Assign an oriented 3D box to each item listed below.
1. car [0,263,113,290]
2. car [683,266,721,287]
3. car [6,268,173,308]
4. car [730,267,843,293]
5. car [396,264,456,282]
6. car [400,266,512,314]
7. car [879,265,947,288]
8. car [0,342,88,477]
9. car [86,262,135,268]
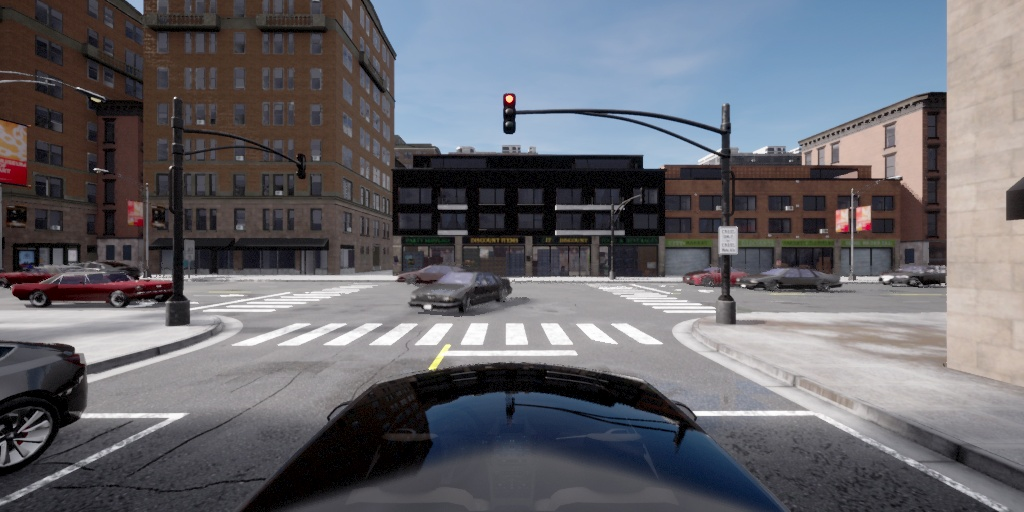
[{"bbox_3d":[-26.694,1.231,20.757,4.718,1.301,1.895,0,0,-1],"label":"car"},{"bbox_3d":[14.030,1.392,24.542,4.181,1.385,1.994,0,0,-1],"label":"car"},{"bbox_3d":[-16.204,1.280,14.193,4.718,1.301,1.895,0,0,-1],"label":"car"},{"bbox_3d":[16.409,1.388,21.328,5.357,1.411,2.033,0,0,-1],"label":"car"},{"bbox_3d":[-4.948,1.281,24.295,5.357,1.411,2.033,0,0,-1],"label":"car"},{"bbox_3d":[-1.745,1.296,14.245,2.033,1.411,5.357,0,0,23],"label":"car"},{"bbox_3d":[28.264,1.396,24.731,4.902,1.511,2.128,0,0,-1],"label":"car"},{"bbox_3d":[-5.388,1.316,2.038,1.948,1.339,4.313,0,0,-1],"label":"car"},{"bbox_3d":[-27.924,1.131,23.991,4.892,1.490,1.837,1,0,-1],"label":"car"}]
